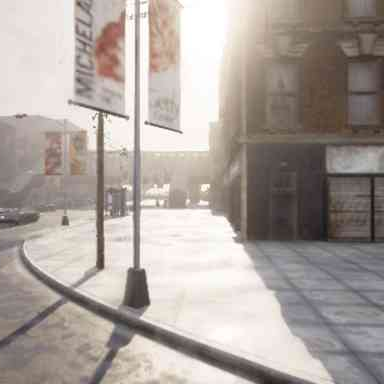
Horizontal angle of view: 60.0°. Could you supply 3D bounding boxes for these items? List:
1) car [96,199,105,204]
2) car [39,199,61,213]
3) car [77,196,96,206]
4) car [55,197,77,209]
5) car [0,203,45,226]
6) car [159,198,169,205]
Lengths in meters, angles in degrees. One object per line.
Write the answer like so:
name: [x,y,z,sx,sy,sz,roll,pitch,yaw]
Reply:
car: [-23.994,2.443,82.586,1.895,1.301,4.718,0,-1,3]
car: [-19.890,2.009,44.639,1.994,1.385,4.181,0,-1,4]
car: [-24.425,1.995,75.206,2.435,2.045,5.566,0,-1,3]
car: [-22.493,1.801,57.347,2.150,2.045,5.566,0,-1,2]
car: [-13.629,1.820,26.055,1.994,1.385,4.181,0,-1,0]
car: [-6.574,2.476,92.712,2.231,1.521,4.892,0,-1,13]
